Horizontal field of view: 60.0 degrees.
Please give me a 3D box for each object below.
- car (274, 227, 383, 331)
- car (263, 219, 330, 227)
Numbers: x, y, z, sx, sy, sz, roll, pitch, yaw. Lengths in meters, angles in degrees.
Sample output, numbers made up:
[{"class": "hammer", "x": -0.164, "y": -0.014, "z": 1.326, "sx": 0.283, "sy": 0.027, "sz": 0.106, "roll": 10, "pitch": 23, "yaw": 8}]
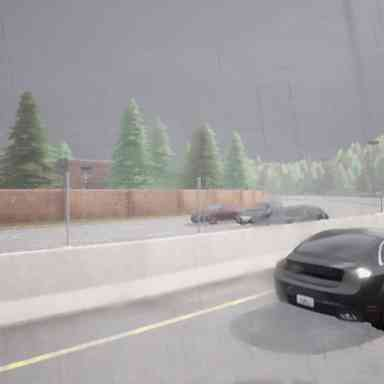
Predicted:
[{"class": "car", "x": 3.693, "y": 1.504, "z": 6.932, "sx": 4.892, "sy": 1.490, "sz": 1.837, "roll": 0, "pitch": 0, "yaw": -40}, {"class": "car", "x": 6.038, "y": 1.517, "z": 18.657, "sx": 4.892, "sy": 1.490, "sz": 1.837, "roll": 1, "pitch": -1, "yaw": -44}]
